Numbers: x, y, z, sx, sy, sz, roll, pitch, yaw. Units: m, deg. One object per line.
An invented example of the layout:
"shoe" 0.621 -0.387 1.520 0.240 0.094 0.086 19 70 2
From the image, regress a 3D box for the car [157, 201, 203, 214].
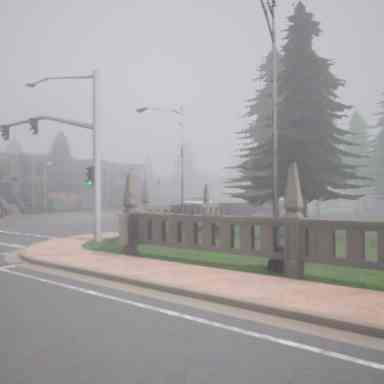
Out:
"car" -1.113 1.747 28.830 1.994 1.385 4.181 -1 0 35

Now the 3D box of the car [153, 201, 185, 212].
"car" -3.002 1.875 44.312 1.994 1.385 4.181 -1 -1 36

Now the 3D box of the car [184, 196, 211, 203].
"car" 0.346 1.497 42.965 2.150 2.045 5.566 -1 -1 36
